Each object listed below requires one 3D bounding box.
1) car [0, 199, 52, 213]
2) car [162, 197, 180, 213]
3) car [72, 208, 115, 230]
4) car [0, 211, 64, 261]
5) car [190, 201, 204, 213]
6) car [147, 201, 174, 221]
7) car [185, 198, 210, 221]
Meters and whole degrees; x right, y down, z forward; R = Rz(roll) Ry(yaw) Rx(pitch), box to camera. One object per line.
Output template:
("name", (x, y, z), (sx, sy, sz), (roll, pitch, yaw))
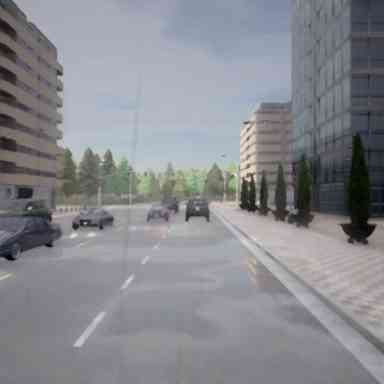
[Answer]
("car", (-10.341, 1.437, 19.856), (2.150, 2.045, 5.566), (0, -1, 1))
("car", (-2.844, 1.718, 44.152), (2.150, 2.045, 5.566), (0, -1, 1))
("car", (-6.783, 1.821, 23.236), (1.994, 1.385, 4.181), (0, -1, 1))
("car", (-6.948, 1.691, 13.216), (2.033, 1.411, 5.357), (0, -1, 1))
("car", (0.682, 2.015, 45.073), (1.837, 1.490, 4.892), (0, 0, 1))
("car", (-2.993, 1.870, 30.709), (1.812, 1.442, 4.674), (0, -1, 1))
("car", (0.517, 1.577, 31.124), (2.150, 2.045, 5.566), (0, 0, 1))
